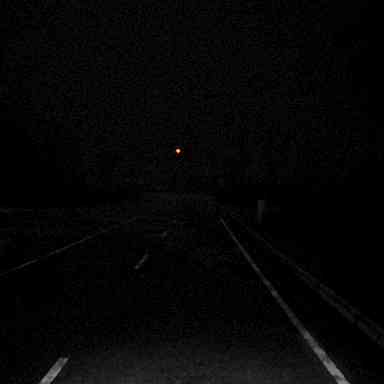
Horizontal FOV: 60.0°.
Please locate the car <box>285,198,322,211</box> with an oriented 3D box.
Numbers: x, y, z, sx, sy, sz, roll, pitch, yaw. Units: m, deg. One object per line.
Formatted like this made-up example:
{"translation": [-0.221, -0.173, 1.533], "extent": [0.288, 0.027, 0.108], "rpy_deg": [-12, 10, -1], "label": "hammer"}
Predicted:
{"translation": [13.104, 1.339, 36.788], "extent": [5.357, 1.411, 2.033], "rpy_deg": [0, 0, -2], "label": "car"}
